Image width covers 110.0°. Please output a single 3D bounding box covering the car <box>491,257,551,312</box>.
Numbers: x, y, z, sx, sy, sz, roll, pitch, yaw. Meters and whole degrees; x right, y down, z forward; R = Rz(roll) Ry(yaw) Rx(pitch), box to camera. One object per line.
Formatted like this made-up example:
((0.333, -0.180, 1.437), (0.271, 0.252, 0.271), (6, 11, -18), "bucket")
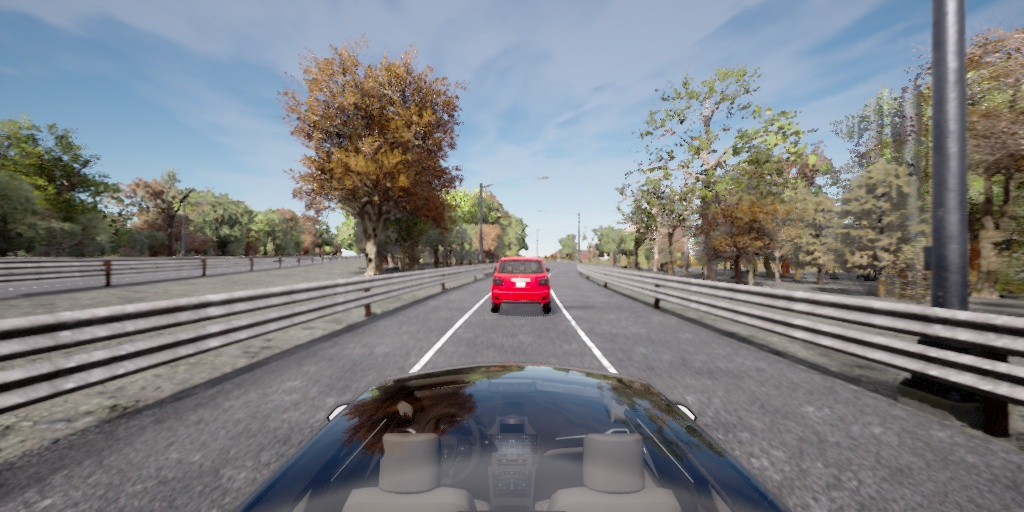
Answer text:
((0.404, 1.063, 14.821), (2.150, 2.045, 5.566), (0, 0, 2), "car")
